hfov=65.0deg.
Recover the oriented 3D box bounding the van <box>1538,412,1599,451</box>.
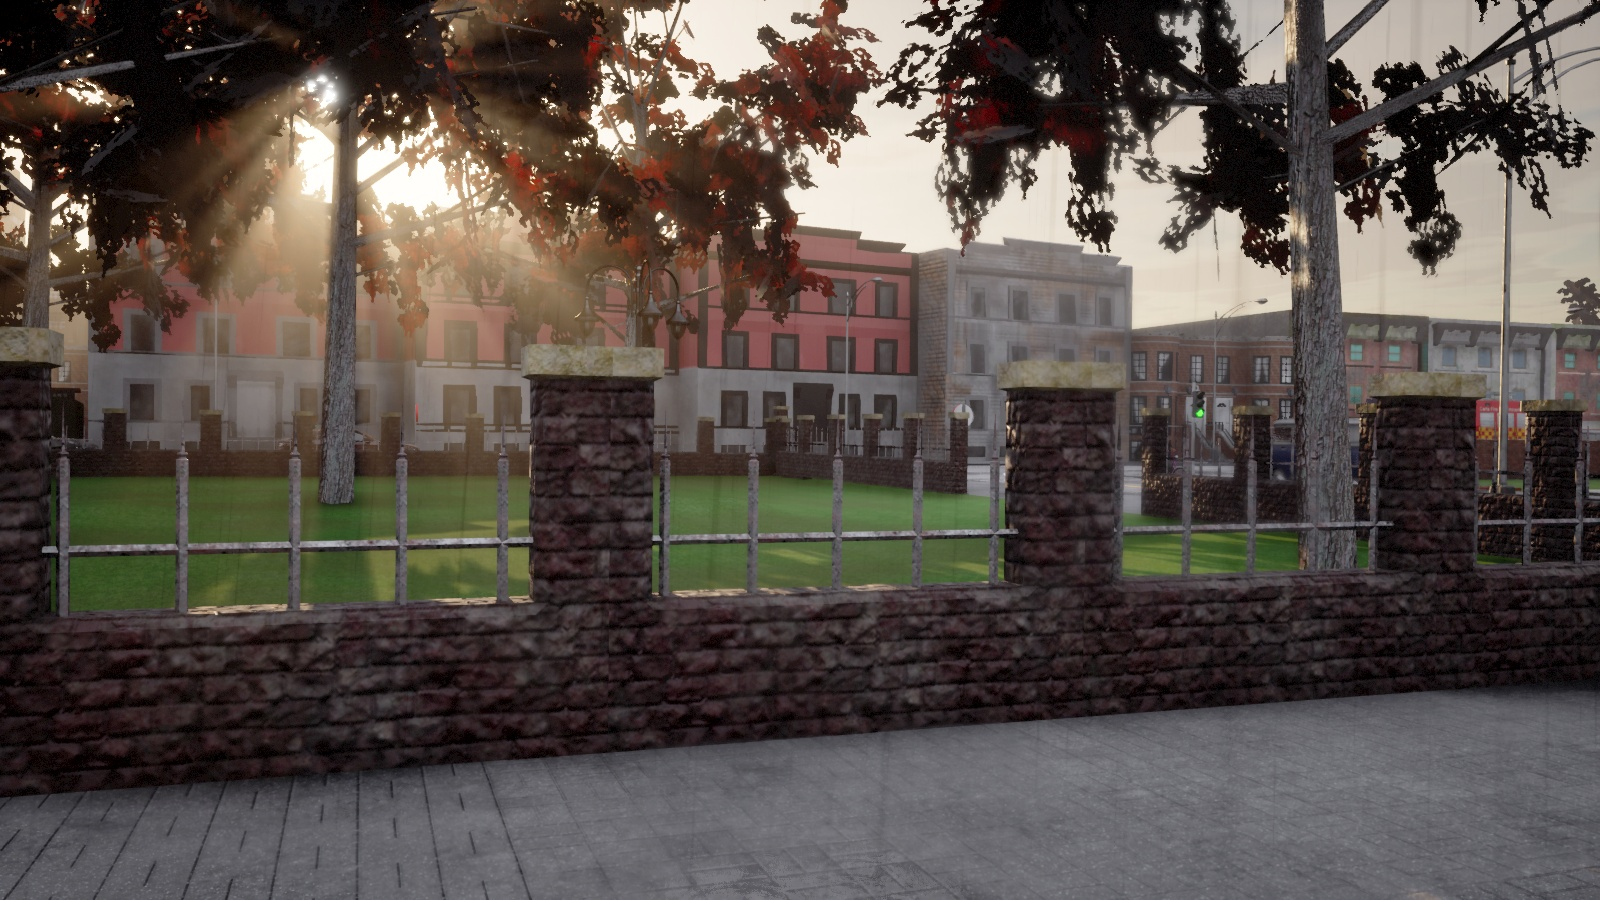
[{"bbox_3d":[41.292,-0.970,66.074,4.442,1.987,1.775,-1,1,-19],"label":"van"}]

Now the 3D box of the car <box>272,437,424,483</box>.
[{"bbox_3d":[-15.118,0.301,42.160,4.674,1.442,1.812,-1,1,-19],"label":"car"}]

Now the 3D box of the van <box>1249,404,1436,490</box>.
[{"bbox_3d":[13.521,-0.110,31.601,1.775,1.987,4.442,-1,1,-19],"label":"van"}]

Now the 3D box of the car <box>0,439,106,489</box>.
[{"bbox_3d":[-24.440,0.434,38.888,4.892,1.490,1.837,-1,1,-19],"label":"car"}]

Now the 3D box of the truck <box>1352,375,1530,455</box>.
[{"bbox_3d":[32.092,-1.736,62.869,8.468,3.827,2.891,-1,1,-19],"label":"truck"}]
